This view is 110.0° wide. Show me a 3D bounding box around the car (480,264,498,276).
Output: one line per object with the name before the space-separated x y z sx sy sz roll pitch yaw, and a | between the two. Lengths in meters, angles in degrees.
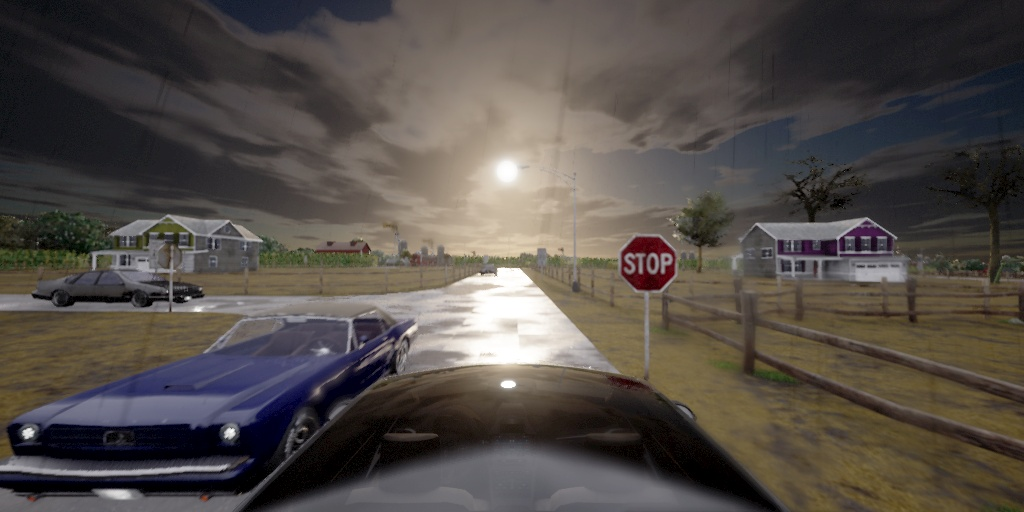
car | -2.801 1.710 43.918 1.994 1.385 4.181 0 -1 0

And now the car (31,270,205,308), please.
car | -15.451 1.260 14.220 5.357 1.411 2.033 0 -2 1

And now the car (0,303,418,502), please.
car | -2.753 1.371 4.714 1.895 1.301 4.718 0 0 0
